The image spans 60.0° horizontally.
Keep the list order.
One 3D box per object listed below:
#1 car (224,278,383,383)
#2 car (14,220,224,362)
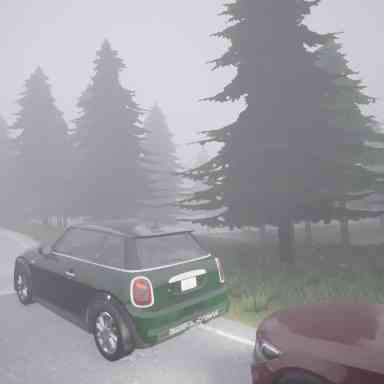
[{"bbox_3d":[2.754,1.531,2.592,4.674,1.442,1.812,1,0,36],"label":"car"},{"bbox_3d":[-1.575,1.308,6.213,4.553,1.767,2.097,1,1,44],"label":"car"}]
